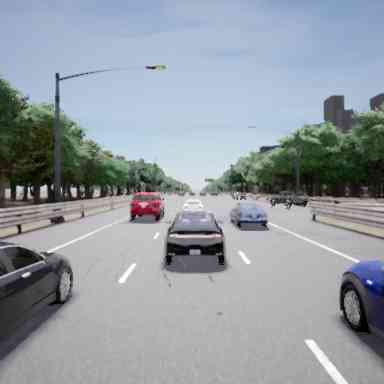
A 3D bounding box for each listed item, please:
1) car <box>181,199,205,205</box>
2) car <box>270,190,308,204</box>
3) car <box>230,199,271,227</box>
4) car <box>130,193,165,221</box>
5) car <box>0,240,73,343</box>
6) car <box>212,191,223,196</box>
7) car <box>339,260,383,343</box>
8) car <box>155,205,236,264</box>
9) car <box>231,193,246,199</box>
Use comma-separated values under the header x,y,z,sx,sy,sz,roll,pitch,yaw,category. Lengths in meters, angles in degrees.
x,y,z,sx,sy,sz,roll,pitch,yaw,category
0.087,1.341,27.958,1.812,1.442,4.674,0,1,0,car
11.062,0.773,38.364,2.150,2.045,5.566,0,1,-16,car
3.587,1.422,21.637,2.033,1.411,5.357,0,1,0,car
-3.402,1.057,25.993,2.150,2.045,5.566,0,1,0,car
-3.426,1.486,5.099,1.837,1.490,4.892,0,1,0,car
7.015,0.377,86.351,2.097,1.767,4.553,0,1,0,car
3.568,1.335,3.889,2.097,1.767,4.553,0,0,0,car
0.093,1.437,11.622,2.128,1.511,4.902,0,0,0,car
7.710,0.856,55.112,1.837,1.490,4.892,0,1,-7,car
